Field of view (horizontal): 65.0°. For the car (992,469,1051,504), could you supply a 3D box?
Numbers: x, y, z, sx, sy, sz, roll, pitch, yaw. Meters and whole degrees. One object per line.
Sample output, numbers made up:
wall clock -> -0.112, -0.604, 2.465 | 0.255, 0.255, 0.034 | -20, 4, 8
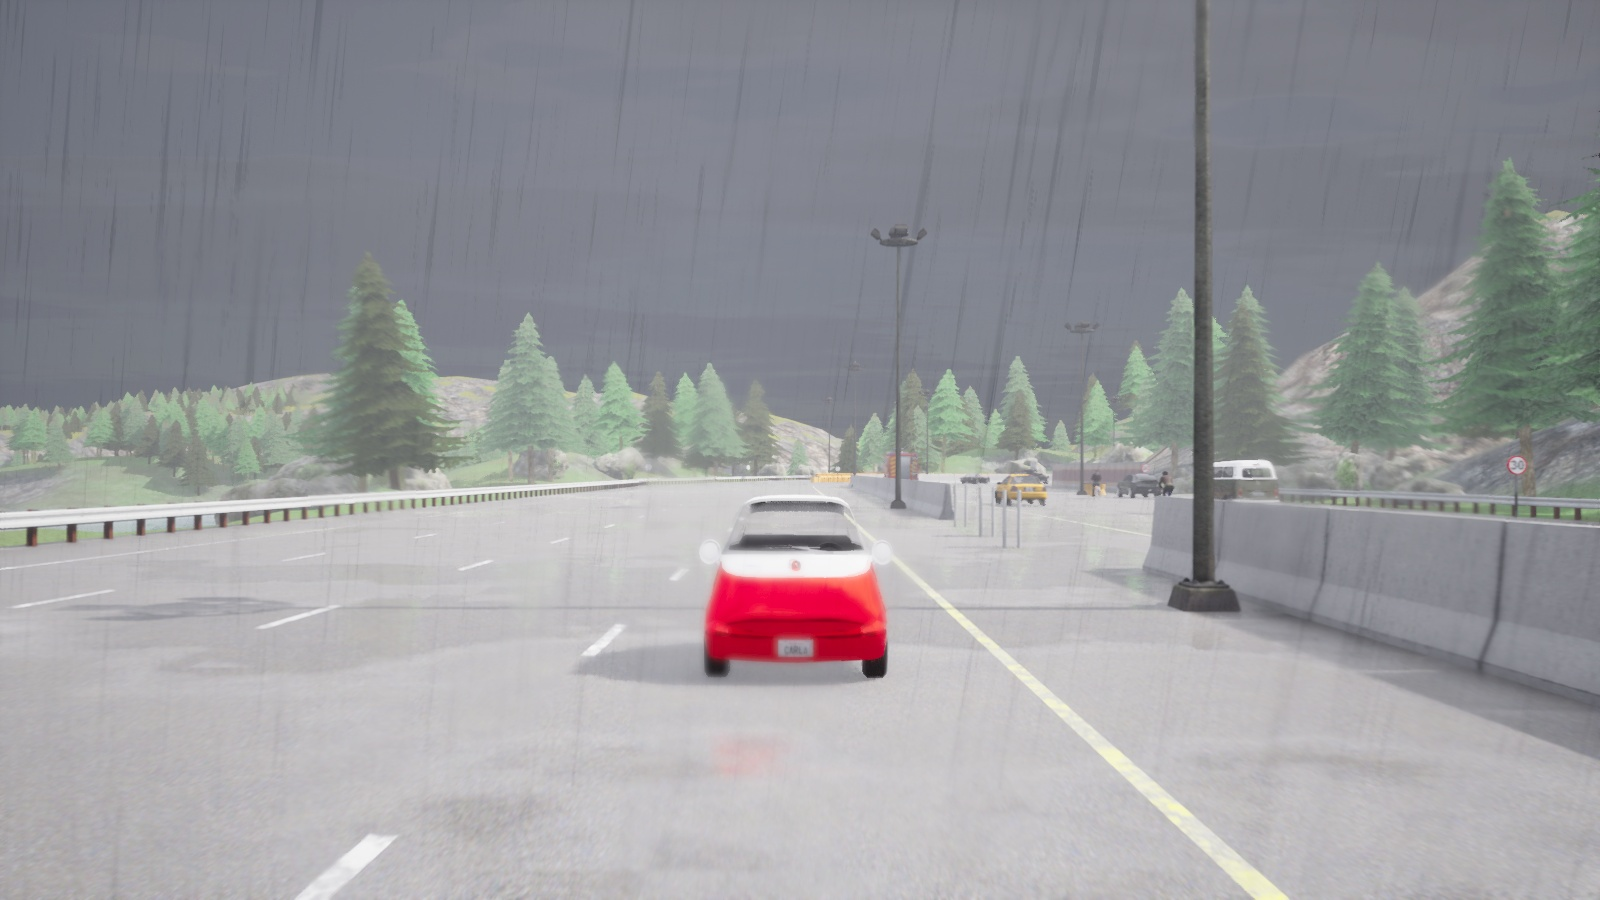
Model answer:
car -> 10.361, 1.701, 59.172 | 1.801, 1.575, 5.366 | 0, -1, 0

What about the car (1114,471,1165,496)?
car -> 20.807, 2.028, 77.139 | 1.837, 1.490, 4.892 | 0, -1, 0

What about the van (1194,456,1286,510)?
van -> 17.382, 1.303, 49.820 | 2.069, 2.038, 4.480 | 0, -1, 0

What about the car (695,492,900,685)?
car -> -0.023, 1.041, 10.218 | 1.481, 1.376, 2.207 | 0, -1, 0
